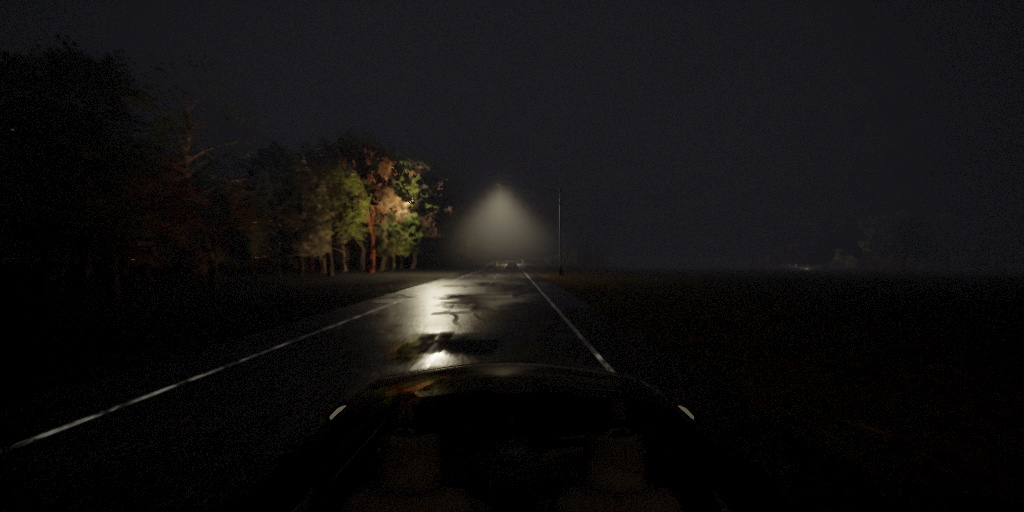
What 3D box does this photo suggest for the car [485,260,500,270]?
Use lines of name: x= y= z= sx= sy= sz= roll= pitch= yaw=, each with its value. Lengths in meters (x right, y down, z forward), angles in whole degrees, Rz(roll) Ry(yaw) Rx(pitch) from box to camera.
car: x=-3.481 y=1.669 z=60.590 sx=2.033 sy=1.411 sz=5.357 roll=0 pitch=0 yaw=0

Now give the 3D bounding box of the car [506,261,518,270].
car: x=0.019 y=1.688 z=60.972 sx=1.994 sy=1.385 sz=4.181 roll=0 pitch=0 yaw=0
